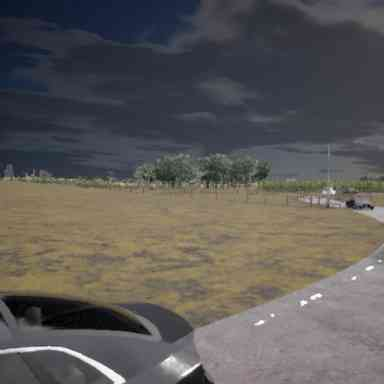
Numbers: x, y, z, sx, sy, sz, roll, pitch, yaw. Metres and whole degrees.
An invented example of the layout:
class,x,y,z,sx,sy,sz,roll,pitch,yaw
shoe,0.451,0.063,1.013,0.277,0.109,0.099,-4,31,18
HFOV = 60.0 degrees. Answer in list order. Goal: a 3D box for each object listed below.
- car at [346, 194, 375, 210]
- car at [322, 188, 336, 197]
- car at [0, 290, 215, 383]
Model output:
class,x,y,z,sx,sy,sz,roll,pitch,yaw
car,19.297,1.329,38.311,1.994,1.385,4.181,0,1,7
car,31.698,0.046,77.006,2.150,2.045,5.566,0,1,34
car,-2.037,1.504,1.717,4.892,1.490,1.837,0,0,-40
